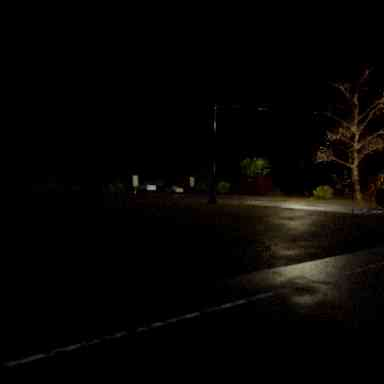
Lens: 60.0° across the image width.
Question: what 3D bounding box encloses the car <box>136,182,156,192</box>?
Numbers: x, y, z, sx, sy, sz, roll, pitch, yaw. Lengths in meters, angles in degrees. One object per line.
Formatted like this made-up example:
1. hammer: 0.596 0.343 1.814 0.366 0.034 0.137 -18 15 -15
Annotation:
1. car: -9.149 -0.971 65.957 2.150 2.045 5.566 0 2 -36

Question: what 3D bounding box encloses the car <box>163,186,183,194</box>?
1. car: -3.302 -0.357 57.814 1.812 1.442 4.674 0 2 -36
